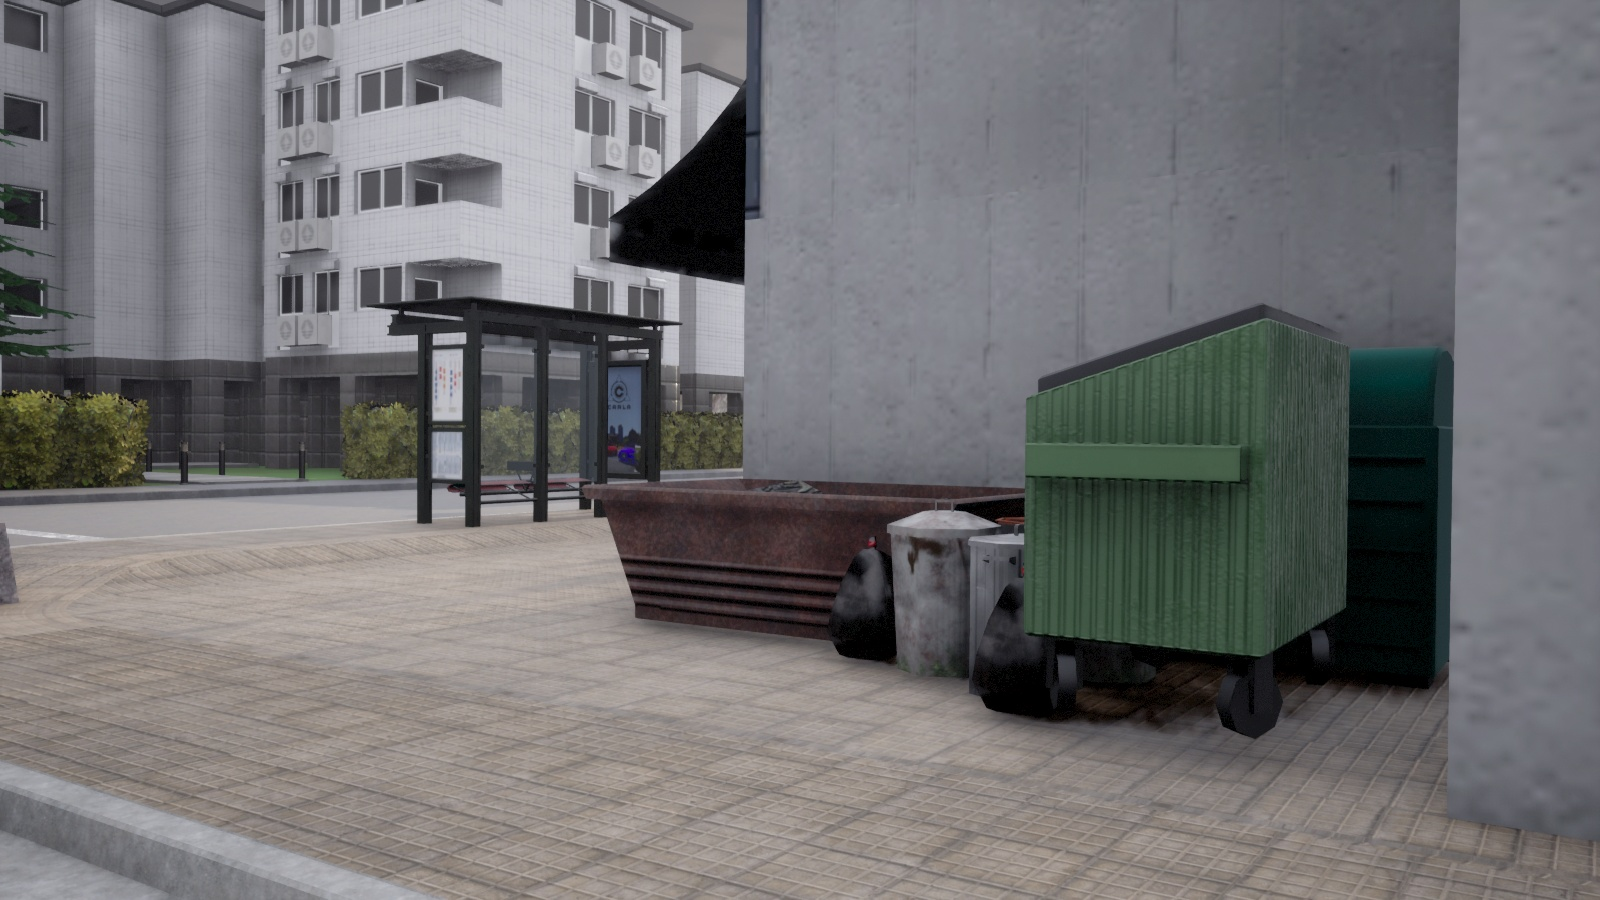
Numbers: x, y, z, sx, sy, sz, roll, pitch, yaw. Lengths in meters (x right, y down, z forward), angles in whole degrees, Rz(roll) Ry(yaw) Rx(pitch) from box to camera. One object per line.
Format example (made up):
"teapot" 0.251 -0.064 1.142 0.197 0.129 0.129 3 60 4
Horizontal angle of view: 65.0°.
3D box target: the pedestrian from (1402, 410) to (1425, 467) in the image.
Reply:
"pedestrian" 21.214 -0.396 43.404 0.692 1.930 0.395 0 1 25
